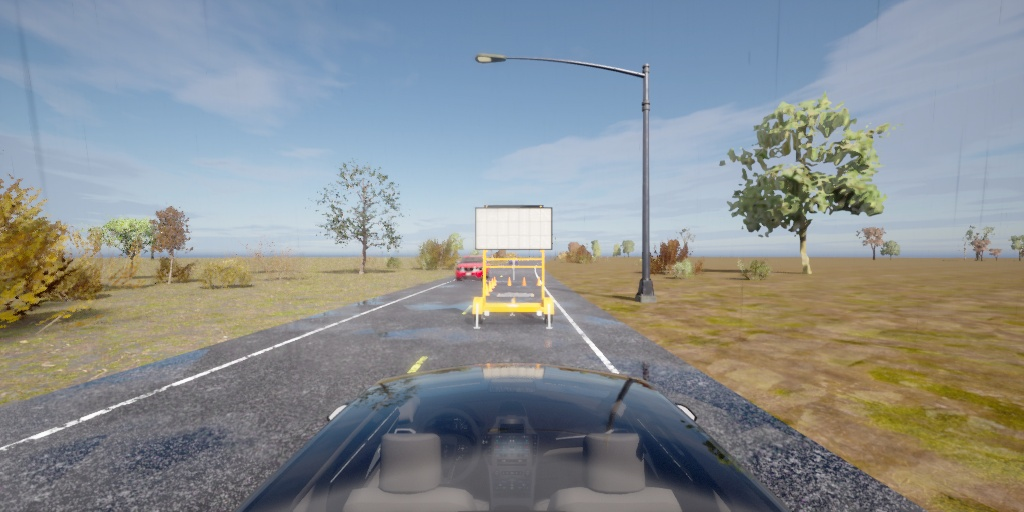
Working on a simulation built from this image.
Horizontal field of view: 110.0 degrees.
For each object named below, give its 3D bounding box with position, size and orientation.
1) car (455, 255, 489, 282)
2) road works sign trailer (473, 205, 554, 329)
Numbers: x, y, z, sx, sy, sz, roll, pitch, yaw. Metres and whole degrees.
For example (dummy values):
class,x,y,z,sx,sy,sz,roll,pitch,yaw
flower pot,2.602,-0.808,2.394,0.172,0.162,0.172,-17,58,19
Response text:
class,x,y,z,sx,sy,sz,roll,pitch,yaw
car,-3.088,0.969,29.055,2.150,2.045,5.566,0,0,2
road works sign trailer,0.057,0.214,11.270,2.380,3.560,2.880,0,0,1
